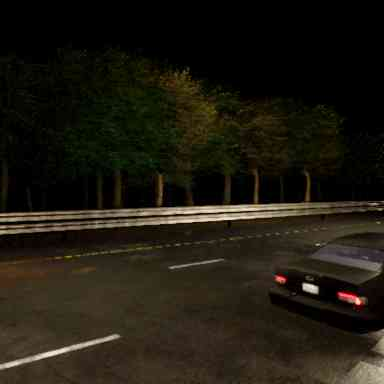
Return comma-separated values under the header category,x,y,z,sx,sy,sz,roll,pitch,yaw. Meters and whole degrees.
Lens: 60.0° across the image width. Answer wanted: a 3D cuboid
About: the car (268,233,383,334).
category,x,y,z,sx,sy,sz,roll,pitch,yaw
car,3.889,1.549,6.643,5.357,1.411,2.033,0,0,-35
